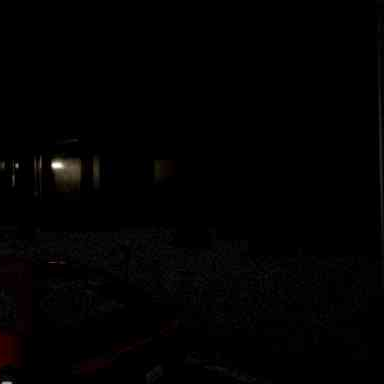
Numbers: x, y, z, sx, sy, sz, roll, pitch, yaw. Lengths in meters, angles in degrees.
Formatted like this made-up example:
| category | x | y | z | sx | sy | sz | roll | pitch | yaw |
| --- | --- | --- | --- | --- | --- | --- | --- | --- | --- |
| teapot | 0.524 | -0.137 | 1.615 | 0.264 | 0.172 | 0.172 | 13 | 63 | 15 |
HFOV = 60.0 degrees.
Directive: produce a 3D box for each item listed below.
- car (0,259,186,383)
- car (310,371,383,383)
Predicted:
| category | x | y | z | sx | sy | sz | roll | pitch | yaw |
| --- | --- | --- | --- | --- | --- | --- | --- | --- | --- |
| car | -2.177 | 1.582 | 4.382 | 4.507 | 1.381 | 1.887 | -1 | -1 | 35 |
| car | 2.429 | 1.530 | 1.153 | 4.403 | 1.369 | 2.008 | -1 | -1 | 35 |
